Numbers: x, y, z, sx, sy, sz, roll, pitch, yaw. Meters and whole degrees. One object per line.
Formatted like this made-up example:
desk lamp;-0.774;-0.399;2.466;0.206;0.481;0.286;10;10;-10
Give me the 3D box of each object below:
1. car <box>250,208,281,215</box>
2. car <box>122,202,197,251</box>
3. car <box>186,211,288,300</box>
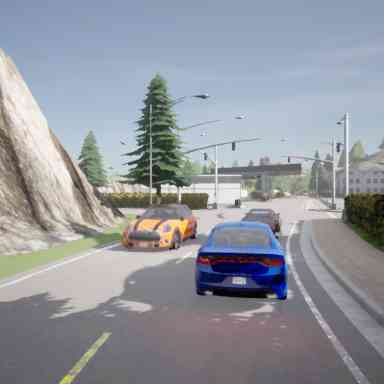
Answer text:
car;3.720;1.564;17.739;1.994;1.385;4.181;0;0;17
car;-1.196;1.352;14.293;2.097;1.767;4.553;0;0;15
car;1.304;1.478;8.553;1.882;1.535;5.008;0;0;10
